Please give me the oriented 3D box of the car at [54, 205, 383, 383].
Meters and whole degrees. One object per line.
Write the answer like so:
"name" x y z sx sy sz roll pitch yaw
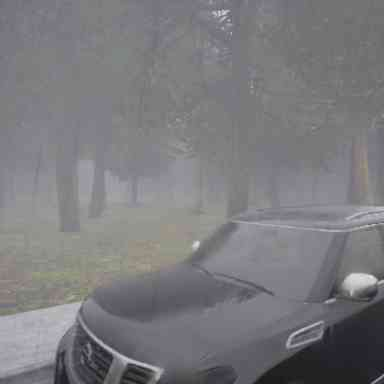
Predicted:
"car" 1.375 1.221 4.044 5.566 2.045 2.150 0 0 -35
